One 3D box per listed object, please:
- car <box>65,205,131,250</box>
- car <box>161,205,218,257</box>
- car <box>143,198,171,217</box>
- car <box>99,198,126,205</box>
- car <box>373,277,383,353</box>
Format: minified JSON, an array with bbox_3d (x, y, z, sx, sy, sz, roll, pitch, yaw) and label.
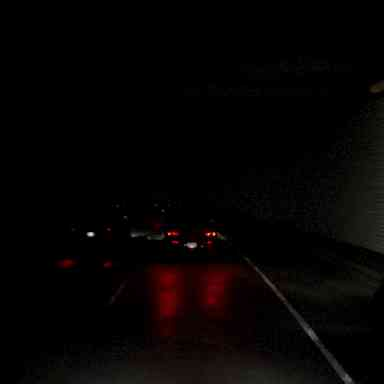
[{"bbox_3d":[-3.687,1.441,13.650,1.994,1.385,4.181,1,0,-4],"label":"car"},{"bbox_3d":[-0.099,1.459,12.597,1.812,1.442,4.674,1,0,-2],"label":"car"},{"bbox_3d":[-3.122,1.297,29.408,2.128,1.511,4.902,1,0,-18],"label":"car"},{"bbox_3d":[-7.652,1.276,31.890,2.033,1.411,5.357,1,0,-24],"label":"car"},{"bbox_3d":[3.402,1.257,2.085,2.150,2.045,5.566,1,0,3],"label":"car"}]
